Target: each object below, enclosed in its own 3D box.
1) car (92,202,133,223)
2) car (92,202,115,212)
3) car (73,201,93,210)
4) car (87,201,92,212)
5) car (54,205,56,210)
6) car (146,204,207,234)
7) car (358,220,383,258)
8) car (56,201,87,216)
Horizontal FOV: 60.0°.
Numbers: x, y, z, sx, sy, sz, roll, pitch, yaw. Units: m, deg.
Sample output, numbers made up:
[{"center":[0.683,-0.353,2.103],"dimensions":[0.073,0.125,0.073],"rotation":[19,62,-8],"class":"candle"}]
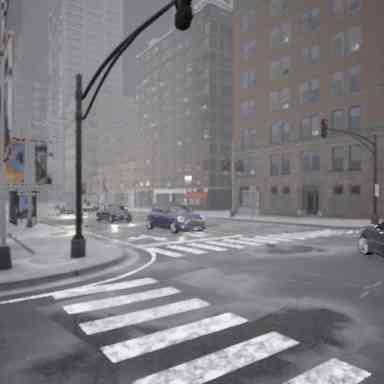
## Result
[{"center":[-6.879,1.867,29.342],"dimensions":[1.837,1.490,4.892],"rotation":[0,0,-35],"class":"car"},{"center":[-13.340,2.235,49.979],"dimensions":[1.994,1.385,4.181],"rotation":[0,-1,-35],"class":"car"},{"center":[-19.118,2.319,58.184],"dimensions":[1.837,1.490,4.892],"rotation":[0,-1,-35],"class":"car"},{"center":[-15.840,2.260,47.926],"dimensions":[1.895,1.301,4.718],"rotation":[0,-1,-35],"class":"car"},{"center":[-21.776,2.353,56.313],"dimensions":[2.033,1.411,5.357],"rotation":[0,-1,-35],"class":"car"},{"center":[-1.064,1.577,21.083],"dimensions":[2.097,1.767,4.553],"rotation":[0,-1,-35],"class":"car"},{"center":[6.770,1.515,10.215],"dimensions":[1.837,1.490,4.892],"rotation":[2,0,8],"class":"car"},{"center":[-14.780,2.057,40.584],"dimensions":[1.837,1.490,4.892],"rotation":[0,0,-35],"class":"car"}]
